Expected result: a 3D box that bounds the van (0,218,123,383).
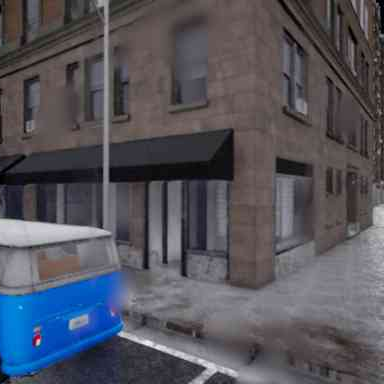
[{"bbox_3d":[-2.883,1.346,5.131,3.998,1.788,1.690,0,0,35],"label":"van"}]
